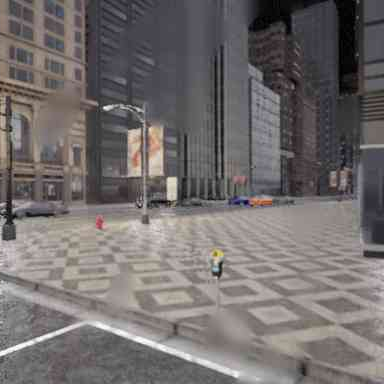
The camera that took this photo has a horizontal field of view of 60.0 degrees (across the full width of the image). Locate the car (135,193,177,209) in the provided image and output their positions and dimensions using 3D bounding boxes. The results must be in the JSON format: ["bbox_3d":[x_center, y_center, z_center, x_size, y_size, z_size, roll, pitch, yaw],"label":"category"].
[{"bbox_3d":[-4.956,1.141,43.818,2.150,2.045,5.566,0,0,36],"label":"car"}]

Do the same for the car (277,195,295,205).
[{"bbox_3d":[15.756,1.310,55.916,2.128,1.511,4.902,0,0,35],"label":"car"}]

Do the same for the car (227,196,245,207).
[{"bbox_3d":[7.218,1.330,49.446,1.882,1.535,5.008,0,0,36],"label":"car"}]

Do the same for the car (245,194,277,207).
[{"bbox_3d":[10.027,1.183,47.782,2.097,1.767,4.553,0,0,36],"label":"car"}]

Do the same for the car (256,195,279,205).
[{"bbox_3d":[13.109,1.331,57.803,2.128,1.511,4.902,0,0,35],"label":"car"}]

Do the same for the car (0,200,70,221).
[{"bbox_3d":[-12.767,1.490,27.258,2.033,1.411,5.357,0,0,35],"label":"car"}]

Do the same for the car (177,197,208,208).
[{"bbox_3d":[-0.070,1.437,45.056,2.033,1.411,5.357,0,0,36],"label":"car"}]
